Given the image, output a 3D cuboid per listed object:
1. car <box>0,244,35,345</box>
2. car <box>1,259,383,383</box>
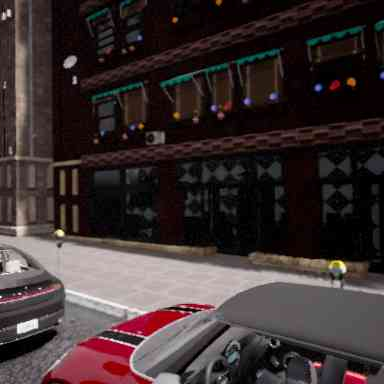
[{"bbox_3d":[-3.965,1.559,5.716,4.403,1.369,2.008,0,-1,36],"label":"car"},{"bbox_3d":[0.646,1.441,2.430,4.097,1.590,1.967,0,-1,36],"label":"car"}]
